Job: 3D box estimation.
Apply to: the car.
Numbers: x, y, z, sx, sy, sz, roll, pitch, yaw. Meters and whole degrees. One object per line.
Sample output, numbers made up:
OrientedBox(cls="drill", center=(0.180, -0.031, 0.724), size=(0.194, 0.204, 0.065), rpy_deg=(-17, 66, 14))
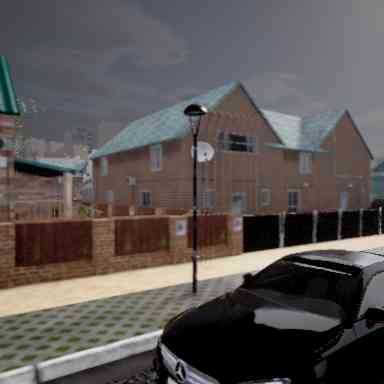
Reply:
OrientedBox(cls="car", center=(1.767, 1.549, 4.330), size=(4.674, 1.442, 1.812), rpy_deg=(0, 0, -35))
